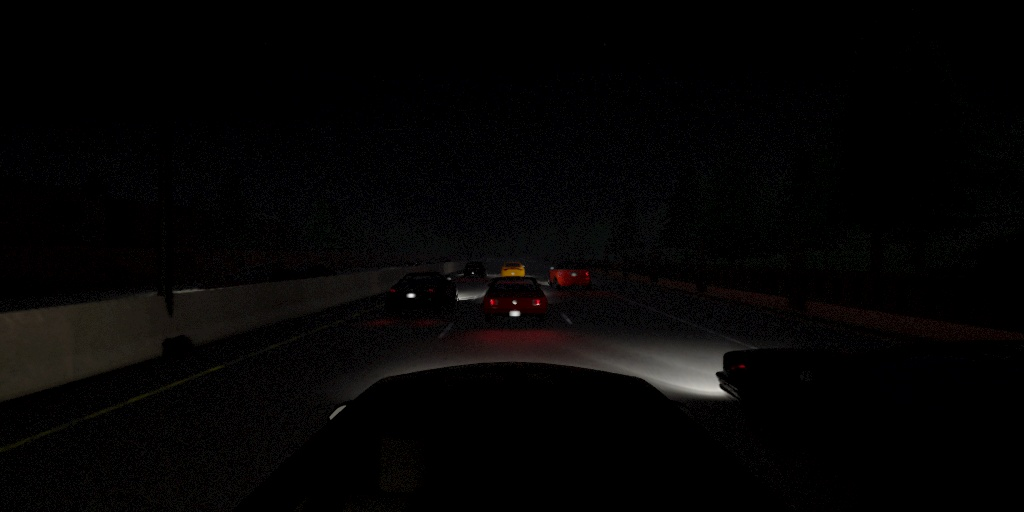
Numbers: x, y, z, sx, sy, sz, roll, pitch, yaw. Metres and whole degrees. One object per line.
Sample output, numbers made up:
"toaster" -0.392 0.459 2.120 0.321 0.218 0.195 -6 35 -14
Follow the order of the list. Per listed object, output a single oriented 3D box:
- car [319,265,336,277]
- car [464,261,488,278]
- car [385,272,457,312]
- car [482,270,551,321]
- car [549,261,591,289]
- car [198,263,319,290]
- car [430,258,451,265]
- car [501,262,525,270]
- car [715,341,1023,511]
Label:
"car" -14.127 1.294 24.742 2.033 1.411 5.357 0 0 0
"car" -3.438 1.246 34.027 1.837 1.490 4.892 0 0 0
"car" -3.418 1.311 14.145 1.994 1.385 4.181 0 0 0
"car" 0.087 1.347 12.412 1.895 1.301 4.718 0 0 0
"car" 3.576 1.094 22.798 2.097 1.767 4.553 0 0 0
"car" -10.615 1.226 15.198 1.882 1.535 5.008 0 0 0
"car" -10.628 1.088 54.770 2.097 1.767 4.553 0 0 0
"car" 0.066 1.218 30.329 1.882 1.535 5.008 0 0 0
"car" 3.590 1.296 2.229 2.033 1.411 5.357 0 0 0
